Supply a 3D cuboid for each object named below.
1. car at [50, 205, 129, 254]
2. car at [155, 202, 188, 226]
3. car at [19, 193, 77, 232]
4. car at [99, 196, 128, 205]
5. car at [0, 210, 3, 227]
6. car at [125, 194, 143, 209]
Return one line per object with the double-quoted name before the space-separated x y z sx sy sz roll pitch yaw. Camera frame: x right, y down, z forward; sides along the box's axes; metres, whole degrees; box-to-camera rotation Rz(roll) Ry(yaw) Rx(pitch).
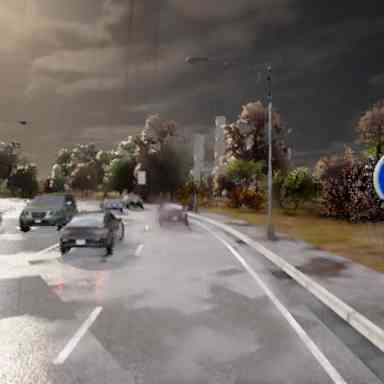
"car" -3.827 1.463 13.227 1.812 1.442 4.674 0 0 -4
"car" -1.410 1.407 22.271 1.812 1.442 4.674 0 0 -10
"car" -8.187 1.100 19.524 2.150 2.045 5.566 0 0 -9
"car" -8.392 1.319 34.279 2.033 1.411 5.357 0 0 -22
"car" -11.421 1.384 16.913 2.128 1.511 4.902 0 1 -7
"car" -7.508 1.101 40.353 2.097 1.767 4.553 0 0 -26
